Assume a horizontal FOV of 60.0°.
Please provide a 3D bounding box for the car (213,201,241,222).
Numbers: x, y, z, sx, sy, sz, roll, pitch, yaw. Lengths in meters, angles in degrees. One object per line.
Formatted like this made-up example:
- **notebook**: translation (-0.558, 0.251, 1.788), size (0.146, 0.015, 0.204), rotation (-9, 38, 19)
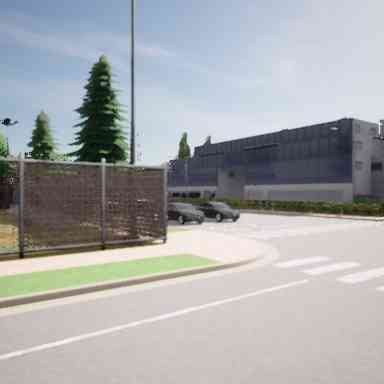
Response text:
- **car**: translation (1.909, 1.553, 27.131), size (1.837, 1.490, 4.892), rotation (0, 0, -35)

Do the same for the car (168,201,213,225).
- **car**: translation (-0.881, 1.546, 25.019), size (1.837, 1.490, 4.892), rotation (0, 0, -35)
